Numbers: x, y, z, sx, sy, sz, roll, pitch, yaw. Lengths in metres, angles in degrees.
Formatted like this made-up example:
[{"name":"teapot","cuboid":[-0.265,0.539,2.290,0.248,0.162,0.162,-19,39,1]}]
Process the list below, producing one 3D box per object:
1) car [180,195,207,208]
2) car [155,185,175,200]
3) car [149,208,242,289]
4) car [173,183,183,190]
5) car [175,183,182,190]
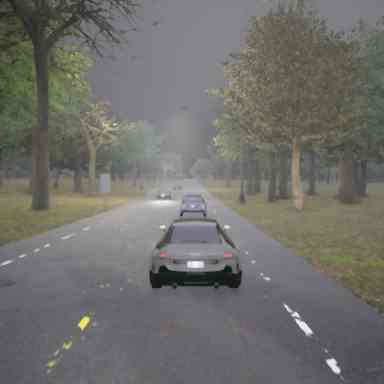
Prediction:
[{"name":"car","cuboid":[0.091,0.900,24.061,2.033,1.411,5.357,0,2,0]},{"name":"car","cuboid":[-3.698,0.199,43.909,2.128,1.511,4.902,0,2,-2]},{"name":"car","cuboid":[0.076,1.344,8.554,1.994,1.385,4.181,0,2,0]},{"name":"car","cuboid":[-3.415,-1.433,82.829,2.128,1.511,4.902,0,3,0]},{"name":"car","cuboid":[-3.285,-1.121,75.313,1.994,1.385,4.181,0,2,-2]}]
